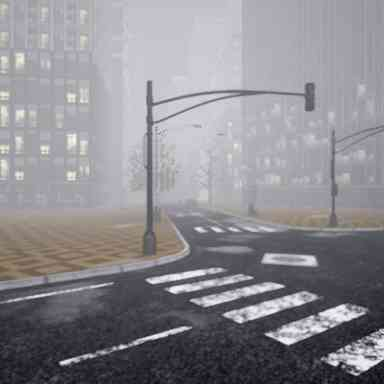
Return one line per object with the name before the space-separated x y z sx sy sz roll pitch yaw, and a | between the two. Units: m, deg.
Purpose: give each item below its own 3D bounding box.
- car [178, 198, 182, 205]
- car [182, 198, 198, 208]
car | -1.790 2.032 69.365 1.812 1.442 4.674 0 0 -7
car | -0.152 1.902 56.553 1.837 1.490 4.892 0 -1 -7
